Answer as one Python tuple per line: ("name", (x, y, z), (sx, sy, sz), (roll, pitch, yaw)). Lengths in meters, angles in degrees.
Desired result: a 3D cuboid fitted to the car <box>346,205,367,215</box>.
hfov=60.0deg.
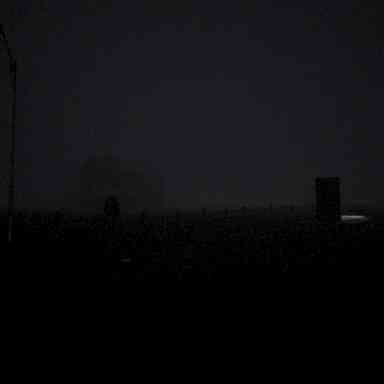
("car", (21.854, 2.355, 44.245), (1.895, 1.301, 4.718), (-2, -2, 35))
